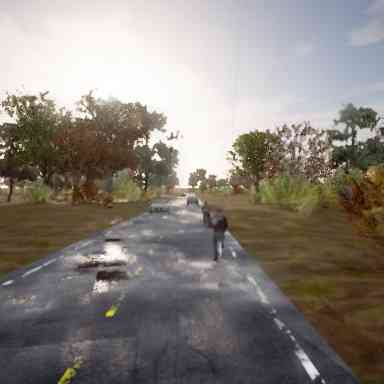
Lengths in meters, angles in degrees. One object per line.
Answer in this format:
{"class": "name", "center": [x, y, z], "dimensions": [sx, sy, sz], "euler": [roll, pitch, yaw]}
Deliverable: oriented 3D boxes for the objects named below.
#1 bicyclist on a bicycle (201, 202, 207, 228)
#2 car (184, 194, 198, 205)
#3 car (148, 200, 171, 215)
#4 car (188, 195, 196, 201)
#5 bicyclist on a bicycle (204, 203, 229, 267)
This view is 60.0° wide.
{"class": "bicyclist on a bicycle", "center": [0.828, 1.403, 19.351], "dimensions": [0.582, 1.620, 1.656], "euler": [0, 0, 0]}
{"class": "car", "center": [0.100, 1.325, 56.297], "dimensions": [2.128, 1.511, 4.902], "euler": [0, 0, 0]}
{"class": "car", "center": [-3.093, 1.474, 32.837], "dimensions": [1.994, 1.385, 4.181], "euler": [0, 0, 0]}
{"class": "car", "center": [0.000, 1.365, 73.731], "dimensions": [1.895, 1.301, 4.718], "euler": [0, 0, 0]}
{"class": "bicyclist on a bicycle", "center": [0.827, 1.345, 10.387], "dimensions": [0.659, 1.776, 1.843], "euler": [0, 0, 0]}
